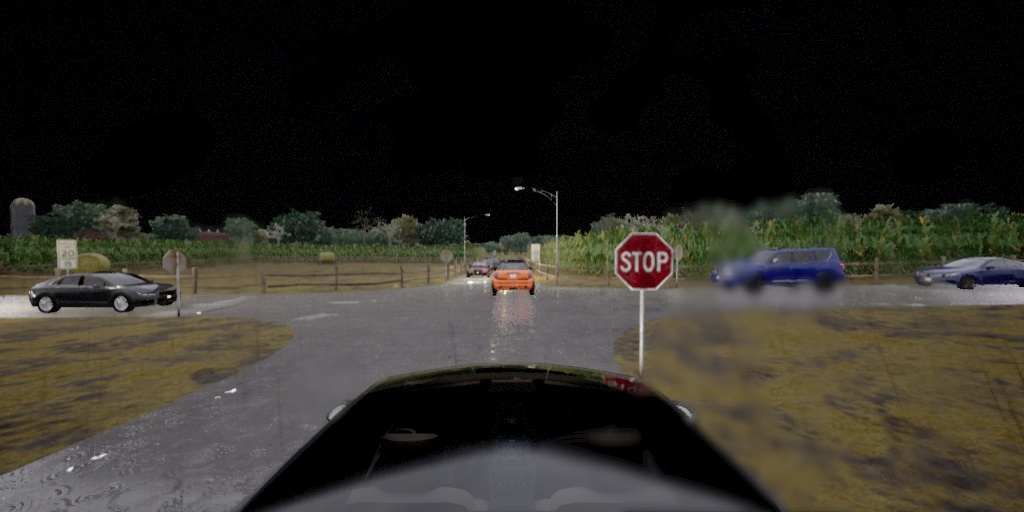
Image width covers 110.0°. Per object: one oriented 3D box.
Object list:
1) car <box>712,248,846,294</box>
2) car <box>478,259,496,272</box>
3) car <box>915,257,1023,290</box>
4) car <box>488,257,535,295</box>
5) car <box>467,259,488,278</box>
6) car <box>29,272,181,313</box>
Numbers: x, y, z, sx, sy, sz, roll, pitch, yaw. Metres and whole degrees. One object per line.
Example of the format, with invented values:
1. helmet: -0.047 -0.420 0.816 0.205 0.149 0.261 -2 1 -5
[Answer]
1. car: 12.783 0.680 17.321 5.566 2.045 2.150 -1 1 -1
2. car: -2.907 1.086 42.689 1.837 1.490 4.892 0 0 0
3. car: 22.516 0.805 17.353 4.674 1.442 1.812 -1 1 0
4. car: 0.054 1.018 19.208 2.097 1.767 4.553 0 -1 0
5. car: -2.891 1.204 32.277 1.994 1.385 4.181 0 0 0
6. car: -16.198 1.405 14.413 4.892 1.490 1.837 -1 1 0
